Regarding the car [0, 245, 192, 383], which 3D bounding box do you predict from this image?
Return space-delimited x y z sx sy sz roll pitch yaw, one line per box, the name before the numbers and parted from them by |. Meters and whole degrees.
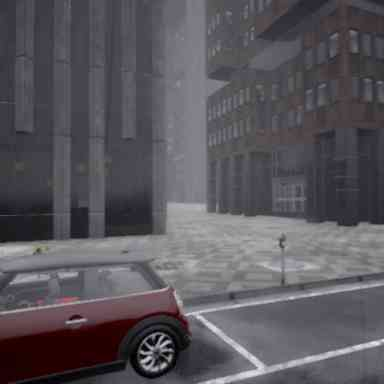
car | -2.166 1.601 4.515 4.097 1.590 1.967 0 -1 -22
